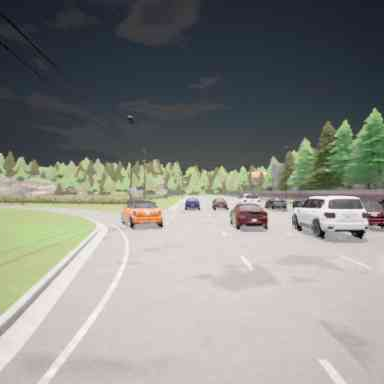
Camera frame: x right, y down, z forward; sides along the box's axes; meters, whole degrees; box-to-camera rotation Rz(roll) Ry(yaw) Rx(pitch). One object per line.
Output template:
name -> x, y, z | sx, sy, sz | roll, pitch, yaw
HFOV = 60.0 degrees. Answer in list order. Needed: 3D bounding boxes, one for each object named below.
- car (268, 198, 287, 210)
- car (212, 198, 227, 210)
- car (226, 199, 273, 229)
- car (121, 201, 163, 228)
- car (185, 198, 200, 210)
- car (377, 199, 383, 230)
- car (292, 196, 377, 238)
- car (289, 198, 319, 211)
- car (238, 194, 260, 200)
car -> 10.585, 1.505, 42.101 | 2.128, 1.511, 4.902 | 0, 0, 0
car -> 3.585, 1.539, 43.387 | 1.812, 1.442, 4.674 | 0, 0, 0
car -> 3.592, 1.482, 21.630 | 1.882, 1.535, 5.008 | 0, 0, 0
car -> -3.490, 1.356, 22.473 | 2.097, 1.767, 4.553 | 0, 0, -21
car -> 0.085, 1.491, 43.864 | 1.882, 1.535, 5.008 | 0, 0, 0
car -> 10.593, 1.358, 21.435 | 2.097, 1.767, 4.553 | 0, 0, 0
car -> 7.094, 1.226, 17.643 | 2.150, 2.045, 5.566 | 0, 0, 0
car -> 14.085, 1.505, 42.097 | 2.128, 1.511, 4.902 | 0, 0, 0
car -> 7.085, 1.234, 41.723 | 2.150, 2.045, 5.566 | 0, 0, 0
